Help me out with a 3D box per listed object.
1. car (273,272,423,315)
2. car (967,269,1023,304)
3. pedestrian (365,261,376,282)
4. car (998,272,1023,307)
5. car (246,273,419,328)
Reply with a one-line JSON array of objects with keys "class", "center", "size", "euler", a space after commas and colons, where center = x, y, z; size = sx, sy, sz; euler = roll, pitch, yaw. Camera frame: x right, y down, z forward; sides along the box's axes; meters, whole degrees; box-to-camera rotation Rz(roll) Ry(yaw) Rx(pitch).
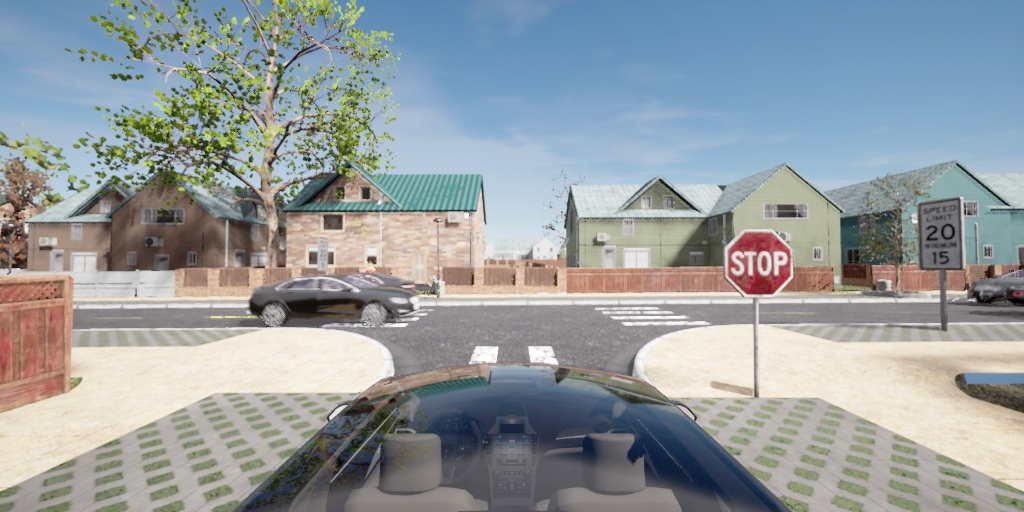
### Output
[{"class": "car", "center": [-6.232, 1.408, 14.088], "size": [4.902, 1.511, 2.128], "euler": [-1, -2, 1]}, {"class": "car", "center": [20.672, 1.170, 13.756], "size": [4.902, 1.511, 2.128], "euler": [0, -2, 1]}, {"class": "pedestrian", "center": [-6.724, 1.142, 17.013], "size": [0.375, 1.860, 0.375], "euler": [0, -1, 1]}, {"class": "car", "center": [18.469, 1.217, 10.833], "size": [4.718, 1.301, 1.895], "euler": [0, -2, 1]}, {"class": "car", "center": [-5.411, 1.319, 11.129], "size": [4.902, 1.511, 2.128], "euler": [-1, -2, 1]}]
